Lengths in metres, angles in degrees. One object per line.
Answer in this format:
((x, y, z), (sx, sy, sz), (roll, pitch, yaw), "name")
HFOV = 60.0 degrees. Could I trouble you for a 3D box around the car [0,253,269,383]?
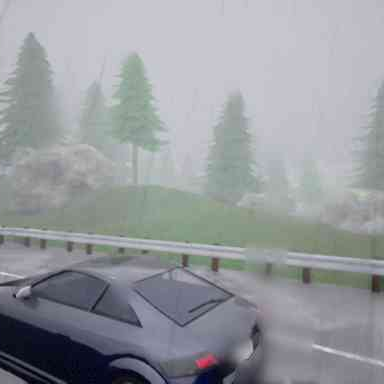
((-1.160, 1.540, 4.362), (4.181, 1.385, 1.994), (0, 0, 33), "car")
